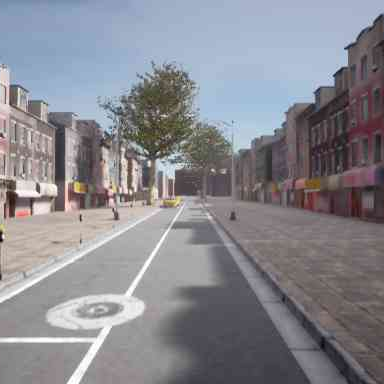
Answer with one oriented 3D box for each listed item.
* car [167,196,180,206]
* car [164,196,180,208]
[{"bbox_3d":[-3.015,1.476,54.408,1.882,1.535,5.008,0,0,0],"label":"car"},{"bbox_3d":[-3.026,1.449,47.596,1.801,1.575,5.366,0,0,0],"label":"car"}]
